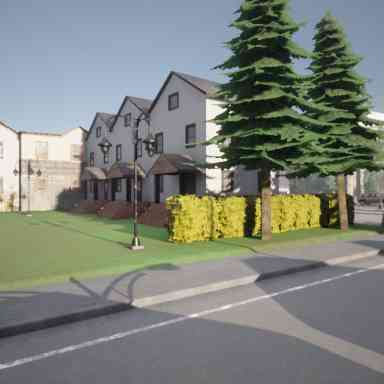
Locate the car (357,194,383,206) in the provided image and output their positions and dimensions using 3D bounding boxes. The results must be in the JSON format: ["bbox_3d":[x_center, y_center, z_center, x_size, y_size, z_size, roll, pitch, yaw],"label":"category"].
[{"bbox_3d":[26.957,1.097,49.072,1.932,1.855,4.605,0,0,-36],"label":"car"}]

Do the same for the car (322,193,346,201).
[{"bbox_3d":[31.817,1.097,74.527,1.932,1.855,4.605,0,0,-36],"label":"car"}]
